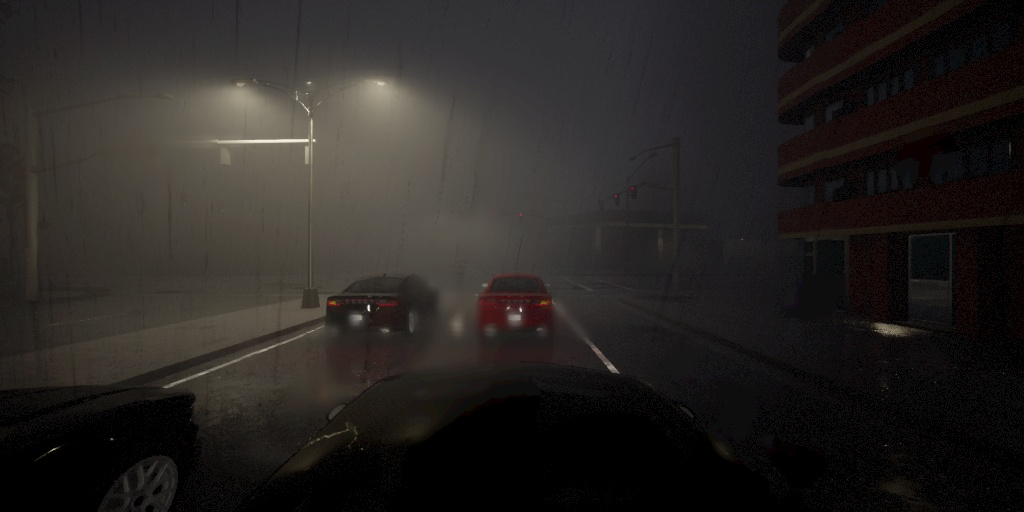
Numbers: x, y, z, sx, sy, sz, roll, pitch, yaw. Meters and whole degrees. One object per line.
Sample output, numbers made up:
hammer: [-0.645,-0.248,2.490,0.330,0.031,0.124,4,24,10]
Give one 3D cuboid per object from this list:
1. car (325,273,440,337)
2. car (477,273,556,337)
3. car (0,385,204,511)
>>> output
car: [-3.385,1.228,10.367,1.882,1.535,5.008,0,0,0]
car: [0.120,1.228,10.377,1.882,1.535,5.008,0,0,1]
car: [-3.409,1.228,0.793,1.882,1.535,5.008,0,0,0]
